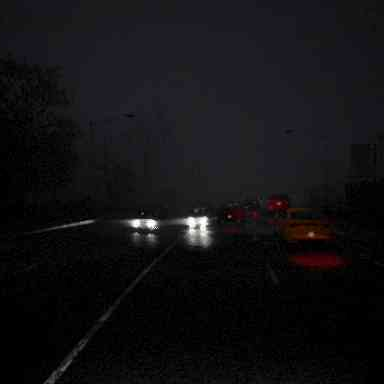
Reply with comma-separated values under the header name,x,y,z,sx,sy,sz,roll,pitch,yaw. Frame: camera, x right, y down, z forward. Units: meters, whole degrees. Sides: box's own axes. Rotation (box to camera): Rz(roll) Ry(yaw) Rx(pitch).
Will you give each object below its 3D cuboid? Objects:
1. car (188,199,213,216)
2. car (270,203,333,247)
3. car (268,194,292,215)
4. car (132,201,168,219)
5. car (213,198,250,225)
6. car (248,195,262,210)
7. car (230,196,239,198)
name,x,y,z,sx,sy,sz,roll,pitch,yaw
car,0.993,1.436,32.024,2.128,1.511,4.902,0,0,15
car,4.894,1.464,15.104,1.882,1.535,5.008,0,0,8
car,8.861,1.188,33.665,2.150,2.045,5.566,0,0,15
car,-3.489,1.502,28.372,1.994,1.385,4.181,0,0,13
car,2.951,1.443,24.035,1.882,1.535,5.008,0,0,12
car,7.504,1.439,41.438,2.128,1.511,4.902,0,0,17
car,8.423,1.494,67.093,1.895,1.301,4.718,0,0,19
